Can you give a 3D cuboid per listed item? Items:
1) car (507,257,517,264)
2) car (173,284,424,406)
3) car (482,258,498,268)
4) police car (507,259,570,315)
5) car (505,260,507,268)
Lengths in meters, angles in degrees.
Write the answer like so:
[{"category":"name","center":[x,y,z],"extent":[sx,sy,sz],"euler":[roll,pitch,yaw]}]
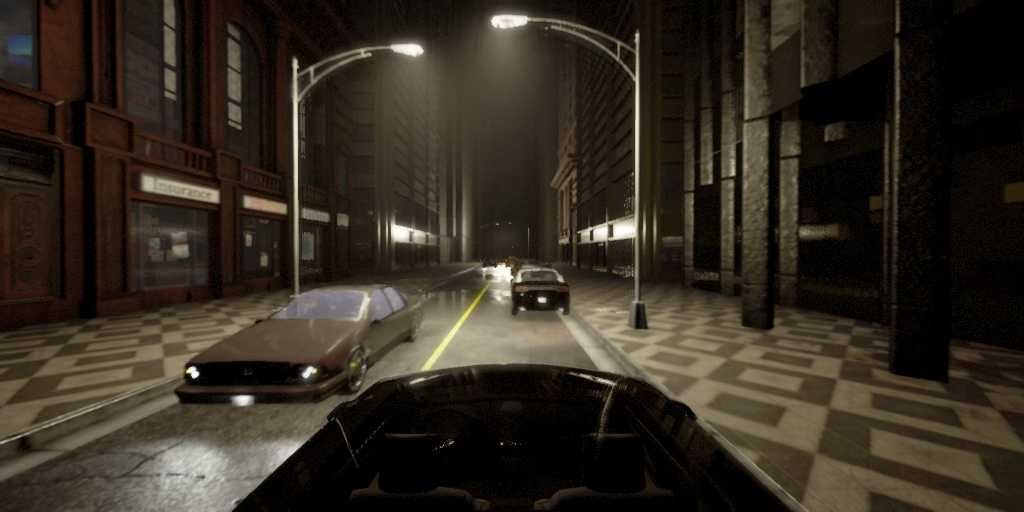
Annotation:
[{"category":"car","center":[0.905,0.943,23.096],"extent":[2.097,1.767,4.553],"euler":[0,0,0]},{"category":"car","center":[-3.098,1.258,6.783],"extent":[2.033,1.411,5.357],"euler":[0,0,0]},{"category":"car","center":[-3.056,0.943,50.303],"extent":[1.812,1.442,4.674],"euler":[0,0,0]},{"category":"police car","center":[0.903,1.087,13.236],"extent":[1.930,1.638,5.238],"euler":[0,0,0]},{"category":"car","center":[0.032,0.893,50.625],"extent":[1.882,1.535,5.008],"euler":[0,0,0]}]
